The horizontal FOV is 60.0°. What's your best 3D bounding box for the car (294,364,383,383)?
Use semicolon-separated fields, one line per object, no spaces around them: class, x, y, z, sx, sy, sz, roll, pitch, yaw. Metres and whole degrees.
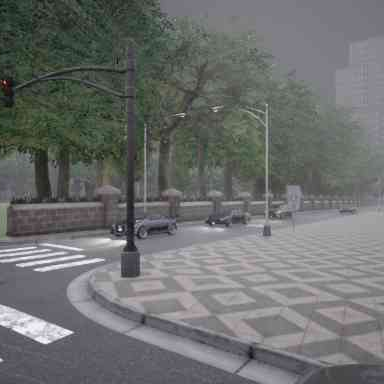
car;2.403;1.550;1.247;4.403;1.369;2.008;0;0;36

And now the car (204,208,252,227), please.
car;3.173;2.083;27.876;2.033;1.411;5.357;0;-1;35

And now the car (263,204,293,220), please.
car;9.630;2.123;36.982;2.097;1.767;4.553;0;-1;36

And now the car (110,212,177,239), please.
car;-2.733;1.890;19.523;1.994;1.385;4.181;0;-1;35

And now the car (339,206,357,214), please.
car;25.172;2.846;53.468;1.895;1.301;4.718;0;-1;36
